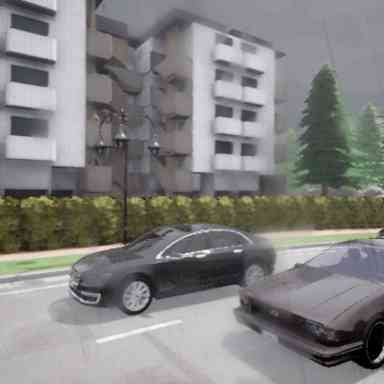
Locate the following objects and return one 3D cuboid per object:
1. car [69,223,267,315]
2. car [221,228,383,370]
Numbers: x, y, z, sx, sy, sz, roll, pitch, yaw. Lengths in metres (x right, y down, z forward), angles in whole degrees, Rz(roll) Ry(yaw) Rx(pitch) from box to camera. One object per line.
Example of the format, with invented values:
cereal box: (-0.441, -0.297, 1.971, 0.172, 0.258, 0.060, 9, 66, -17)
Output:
car: (-0.217, 1.526, 7.629, 4.892, 1.490, 1.837, 0, 0, -31)
car: (3.327, 1.574, 5.865, 5.357, 1.411, 2.033, 0, 0, -31)
